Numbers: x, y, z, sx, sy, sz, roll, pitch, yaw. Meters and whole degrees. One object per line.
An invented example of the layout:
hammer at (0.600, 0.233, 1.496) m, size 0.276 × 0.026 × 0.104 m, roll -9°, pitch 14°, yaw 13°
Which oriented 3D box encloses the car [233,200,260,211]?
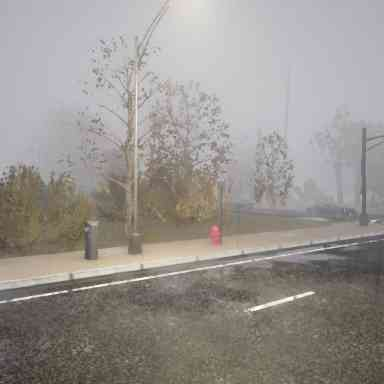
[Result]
car at (7.261, 1.800, 45.492) m, size 2.128 × 1.511 × 4.902 m, roll 1°, pitch -1°, yaw -26°

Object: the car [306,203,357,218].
car at (13.594, 1.759, 32.526) m, size 1.895 × 1.301 × 4.718 m, roll 1°, pitch -1°, yaw -27°
